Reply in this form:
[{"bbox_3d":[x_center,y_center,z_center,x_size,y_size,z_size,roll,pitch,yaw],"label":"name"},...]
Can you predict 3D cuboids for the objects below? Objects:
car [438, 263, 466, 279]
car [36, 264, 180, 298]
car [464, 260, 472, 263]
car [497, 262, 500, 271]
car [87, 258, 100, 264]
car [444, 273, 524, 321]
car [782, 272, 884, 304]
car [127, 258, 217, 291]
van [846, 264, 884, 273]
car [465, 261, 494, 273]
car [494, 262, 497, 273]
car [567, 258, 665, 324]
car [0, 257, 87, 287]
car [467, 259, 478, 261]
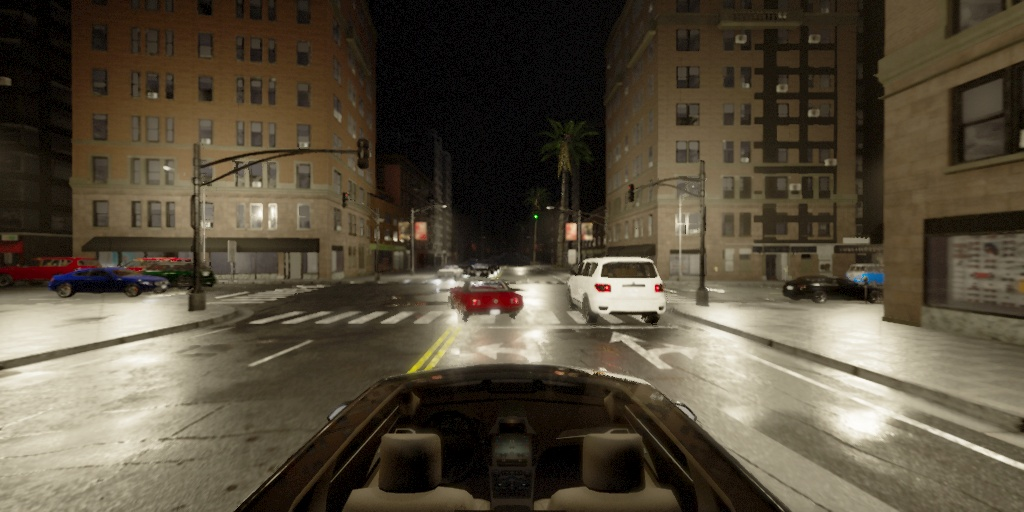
[{"bbox_3d":[-6.606,1.703,38.604,1.895,1.301,4.718,0,-1,3],"label":"car"},{"bbox_3d":[-20.459,1.310,18.373,4.674,1.442,1.812,1,0,-9],"label":"car"},{"bbox_3d":[-6.592,1.667,47.852,1.882,1.535,5.008,0,-1,0],"label":"car"},{"bbox_3d":[-3.281,1.778,57.100,1.837,1.490,4.892,0,-1,0],"label":"car"},{"bbox_3d":[-23.902,1.048,23.689,5.009,1.841,2.192,0,0,-9],"label":"car"},{"bbox_3d":[-1.154,1.469,13.123,1.895,1.301,4.718,0,-1,-17],"label":"car"},{"bbox_3d":[16.202,1.676,18.204,4.313,1.339,1.948,0,0,0],"label":"car"},{"bbox_3d":[-20.730,1.122,21.540,4.553,1.767,2.097,0,0,-8],"label":"car"},{"bbox_3d":[27.240,1.498,26.672,3.998,1.789,1.690,0,0,0],"label":"van"},{"bbox_3d":[-3.357,1.592,38.315,2.128,1.511,4.902,0,-1,0],"label":"car"},{"bbox_3d":[-3.346,1.666,47.705,1.882,1.535,5.008,0,-1,0],"label":"car"},{"bbox_3d":[3.348,1.080,12.546,2.150,2.045,5.566,0,-1,0],"label":"car"},{"bbox_3d":[-29.348,0.997,22.865,5.009,1.841,2.192,0,0,-9],"label":"car"},{"bbox_3d":[-6.520,1.505,58.448,2.150,2.045,5.566,0,-1,0],"label":"car"}]
